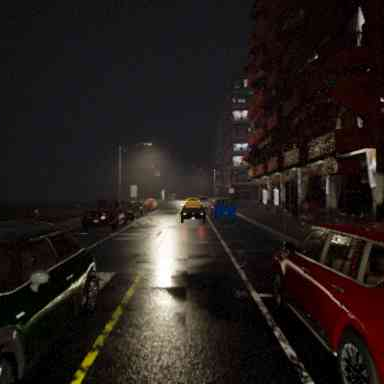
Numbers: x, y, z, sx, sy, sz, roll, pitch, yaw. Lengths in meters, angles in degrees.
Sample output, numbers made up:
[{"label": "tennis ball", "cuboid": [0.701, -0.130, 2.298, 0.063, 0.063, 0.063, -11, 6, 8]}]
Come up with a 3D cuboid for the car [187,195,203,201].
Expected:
[{"label": "car", "cuboid": [0.090, 1.465, 41.172, 1.882, 1.535, 5.008, 0, 0, 0]}]

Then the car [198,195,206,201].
[{"label": "car", "cuboid": [2.553, 1.559, 87.341, 1.802, 1.307, 4.206, 1, 0, 0]}]

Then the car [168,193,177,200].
[{"label": "car", "cuboid": [-5.325, 1.291, 92.517, 2.192, 1.841, 5.009, 1, 0, 0]}]

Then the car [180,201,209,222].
[{"label": "car", "cuboid": [0.094, 1.593, 26.018, 1.895, 1.301, 4.718, 0, 0, 0]}]

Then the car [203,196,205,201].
[{"label": "car", "cuboid": [2.564, 1.513, 43.675, 1.752, 1.417, 4.829, 1, 0, 0]}]

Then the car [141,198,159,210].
[{"label": "car", "cuboid": [-5.316, 1.513, 42.906, 1.752, 1.417, 4.829, 1, 0, 0]}]

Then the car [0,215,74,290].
[{"label": "car", "cuboid": [-5.309, 1.548, 9.859, 2.008, 1.369, 4.403, 1, 0, 0]}]

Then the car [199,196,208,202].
[{"label": "car", "cuboid": [2.556, 1.531, 76.019, 2.008, 1.369, 4.403, 1, 0, 0]}]

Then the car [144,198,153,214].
[{"label": "car", "cuboid": [-5.314, 1.541, 32.004, 2.008, 1.369, 4.403, 1, 0, 0]}]

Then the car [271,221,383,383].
[{"label": "car", "cuboid": [2.575, 1.314, 4.691, 2.192, 1.841, 5.009, 1, 0, 0]}]

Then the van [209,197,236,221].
[{"label": "van", "cuboid": [2.570, 1.333, 26.870, 1.690, 1.788, 3.998, 1, 0, 0]}]

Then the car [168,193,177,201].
[{"label": "car", "cuboid": [-5.325, 1.418, 86.863, 1.967, 1.590, 4.097, 1, 0, 0]}]

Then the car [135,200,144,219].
[{"label": "car", "cuboid": [-5.311, 1.432, 26.467, 1.967, 1.590, 4.097, 1, 0, 0]}]

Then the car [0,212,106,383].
[{"label": "car", "cuboid": [-2.852, 1.351, 4.530, 2.097, 1.767, 4.553, 0, 0, 0]}]

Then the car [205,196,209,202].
[{"label": "car", "cuboid": [2.567, 1.431, 32.415, 1.967, 1.590, 4.097, 1, 0, 0]}]

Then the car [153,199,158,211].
[{"label": "car", "cuboid": [-5.315, 1.534, 37.540, 1.887, 1.381, 4.507, 1, 0, 0]}]

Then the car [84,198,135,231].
[{"label": "car", "cuboid": [-5.309, 1.309, 20.931, 2.192, 1.841, 5.009, 1, 0, 0]}]
